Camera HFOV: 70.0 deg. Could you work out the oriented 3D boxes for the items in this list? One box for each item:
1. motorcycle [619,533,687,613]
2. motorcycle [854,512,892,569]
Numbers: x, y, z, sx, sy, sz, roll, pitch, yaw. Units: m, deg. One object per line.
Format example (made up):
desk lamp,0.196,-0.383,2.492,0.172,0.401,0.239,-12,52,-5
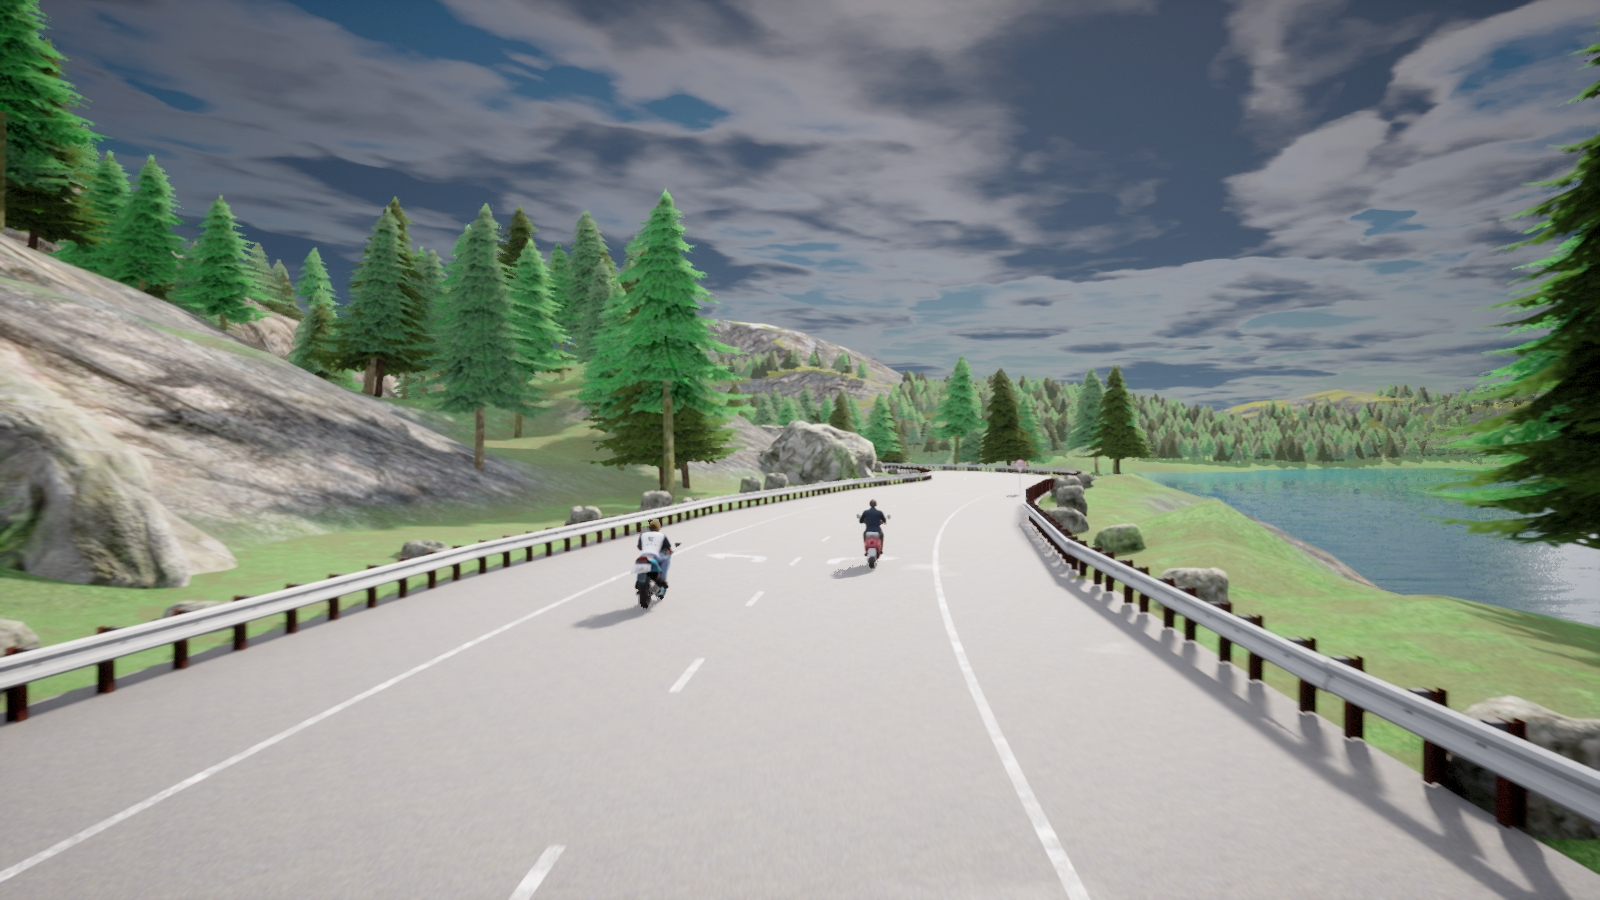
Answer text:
motorcycle,-2.623,2.176,20.568,0.803,1.217,2.033,0,0,5
motorcycle,1.781,2.183,27.784,0.856,1.236,1.805,0,0,6
